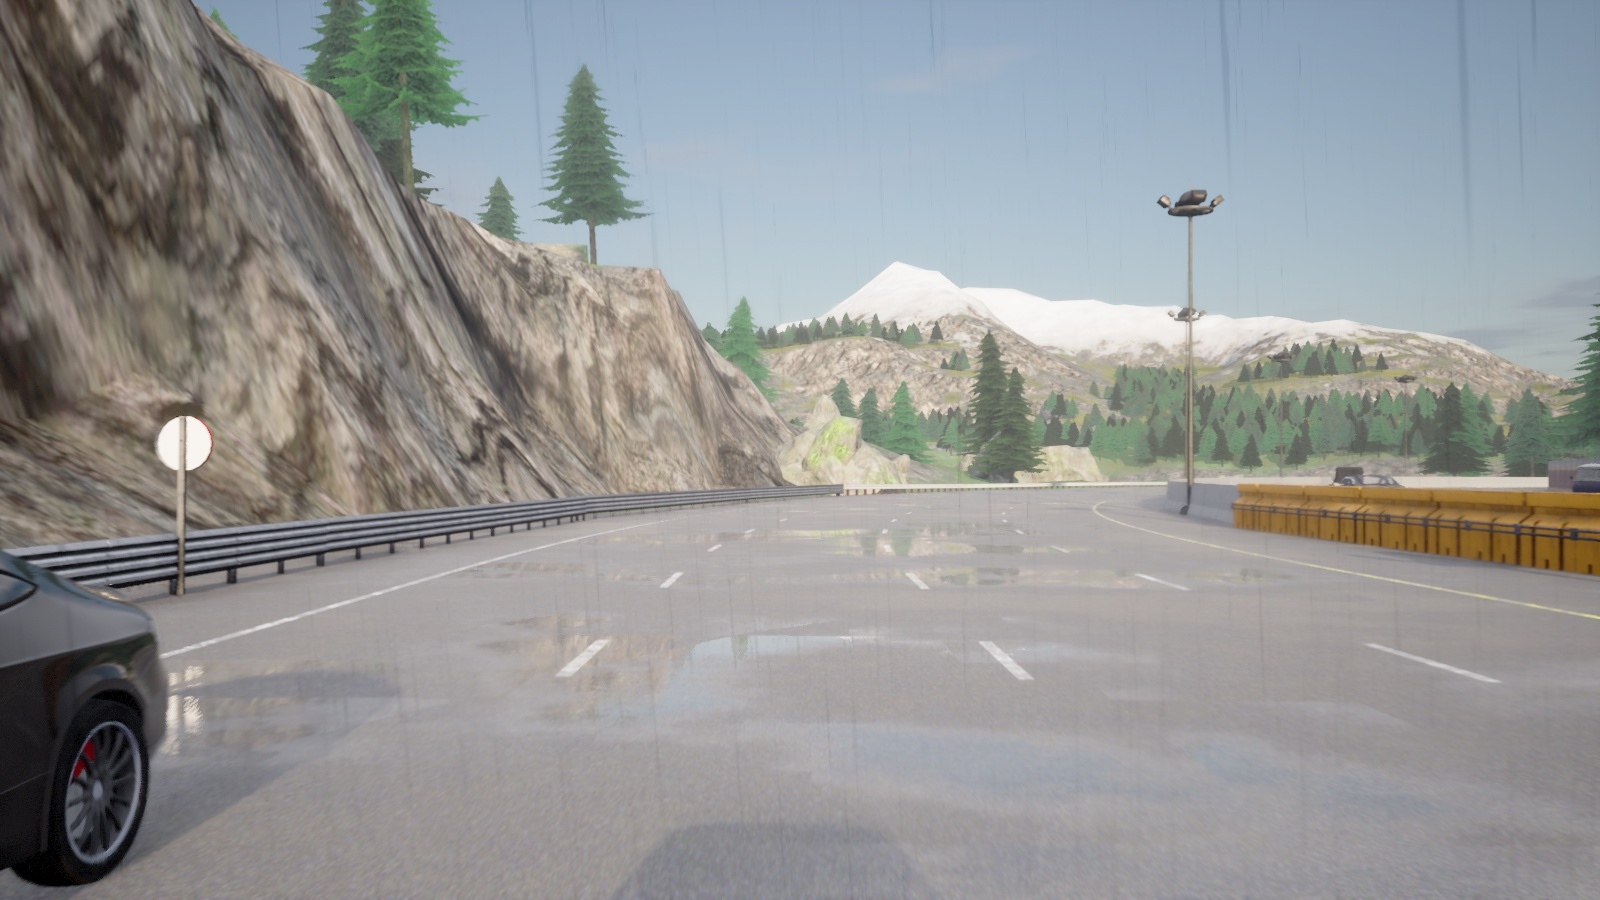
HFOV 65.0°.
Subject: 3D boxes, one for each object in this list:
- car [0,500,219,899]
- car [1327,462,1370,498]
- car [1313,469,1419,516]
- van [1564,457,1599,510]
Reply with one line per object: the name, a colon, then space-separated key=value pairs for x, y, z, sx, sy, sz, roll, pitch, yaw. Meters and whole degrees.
car: x=-3.511 y=0.910 z=3.304 sx=1.812 sy=1.442 sz=4.674 roll=0 pitch=-1 yaw=0
car: x=29.528 y=1.625 z=67.692 sx=1.905 sy=1.878 sz=3.866 roll=-1 pitch=-1 yaw=20
car: x=19.421 y=1.418 z=43.338 sx=2.128 sy=1.511 sz=4.902 roll=0 pitch=-1 yaw=9
van: x=31.022 y=1.246 z=47.968 sx=1.775 sy=1.987 sz=4.442 roll=-1 pitch=-1 yaw=12
